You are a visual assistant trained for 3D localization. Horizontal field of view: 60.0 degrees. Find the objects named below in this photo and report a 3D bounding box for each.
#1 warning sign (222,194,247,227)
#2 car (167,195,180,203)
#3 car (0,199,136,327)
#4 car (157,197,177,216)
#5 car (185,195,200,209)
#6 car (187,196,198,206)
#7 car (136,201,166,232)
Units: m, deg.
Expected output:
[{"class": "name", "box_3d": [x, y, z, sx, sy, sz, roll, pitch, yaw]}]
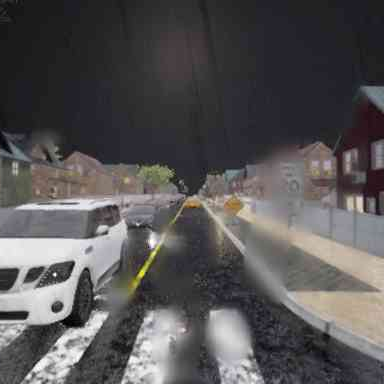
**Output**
[{"class": "warning sign", "box_3d": [2.489, 1.094, 19.839, 1.300, 1.860, 1.060, -2, -2, 0]}, {"class": "car", "box_3d": [-2.756, 1.052, 47.192, 1.882, 1.535, 5.008, 0, 0, 0]}, {"class": "car", "box_3d": [-2.849, 1.210, 7.334, 2.150, 2.045, 5.566, 0, 0, 0]}, {"class": "car", "box_3d": [-2.847, 1.508, 32.120, 2.033, 1.411, 5.357, 0, 0, 0]}, {"class": "car", "box_3d": [0.093, 1.441, 44.609, 1.882, 1.535, 5.008, 0, 0, 0]}, {"class": "car", "box_3d": [0.086, 1.471, 56.537, 1.837, 1.490, 4.892, 0, 0, 0]}, {"class": "car", "box_3d": [-2.852, 1.477, 19.864, 1.837, 1.490, 4.892, 0, 0, 0]}]
